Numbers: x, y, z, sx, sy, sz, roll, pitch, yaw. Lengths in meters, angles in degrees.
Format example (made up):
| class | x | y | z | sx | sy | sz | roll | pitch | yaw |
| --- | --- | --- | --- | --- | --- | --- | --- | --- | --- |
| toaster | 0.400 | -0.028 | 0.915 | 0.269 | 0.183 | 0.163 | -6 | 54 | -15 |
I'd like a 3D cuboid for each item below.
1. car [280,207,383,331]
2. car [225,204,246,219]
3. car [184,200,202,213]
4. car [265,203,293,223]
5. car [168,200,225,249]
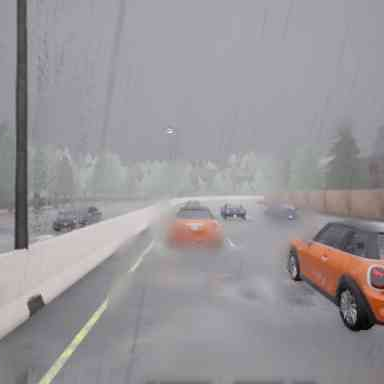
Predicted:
| class | x | y | z | sx | sy | sz | roll | pitch | yaw |
| --- | --- | --- | --- | --- | --- | --- | --- | --- | --- |
| car | 3.602 | 1.376 | 7.088 | 2.097 | 1.767 | 4.553 | 0 | 0 | 0 |
| car | 3.605 | 1.703 | 30.057 | 1.895 | 1.301 | 4.718 | 0 | 0 | 0 |
| car | 0.106 | 1.700 | 40.093 | 1.994 | 1.385 | 4.181 | 0 | 0 | 0 |
| car | 7.108 | 1.615 | 26.334 | 1.812 | 1.442 | 4.674 | 0 | 0 | 0 |
| car | 0.103 | 1.403 | 14.945 | 2.097 | 1.767 | 4.553 | 0 | 0 | 0 |
